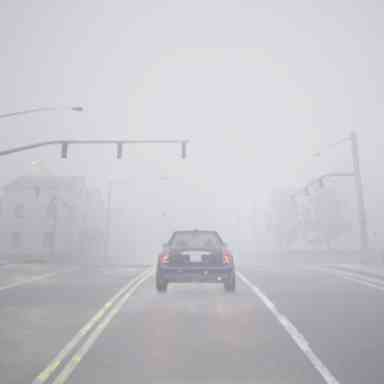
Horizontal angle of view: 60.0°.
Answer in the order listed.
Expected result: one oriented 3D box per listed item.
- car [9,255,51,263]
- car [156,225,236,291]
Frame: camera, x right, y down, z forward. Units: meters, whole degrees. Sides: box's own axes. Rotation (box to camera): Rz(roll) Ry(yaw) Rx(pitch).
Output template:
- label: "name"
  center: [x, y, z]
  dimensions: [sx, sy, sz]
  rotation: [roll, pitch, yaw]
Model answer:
- label: "car"
  center: [-15.693, 6.592, 30.703]
  dimensions: [4.718, 1.301, 1.895]
  rotation: [-8, -12, -2]
- label: "car"
  center: [0.099, 1.980, 10.589]
  dimensions: [2.097, 1.767, 4.553]
  rotation: [0, -8, 0]
